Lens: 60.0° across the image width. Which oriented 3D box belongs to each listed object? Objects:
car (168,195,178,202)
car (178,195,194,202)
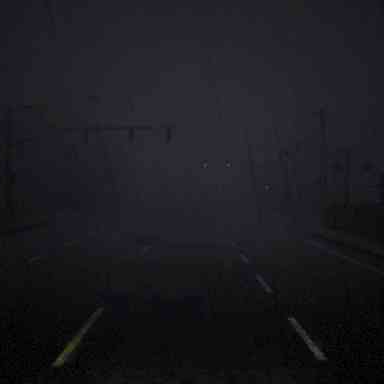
[{"bbox_3d":[-3.921,1.430,76.610,1.812,1.442,4.674,0,0,18],"label":"car"},{"bbox_3d":[-0.940,1.409,74.530,1.837,1.490,4.892,0,0,18],"label":"car"}]
